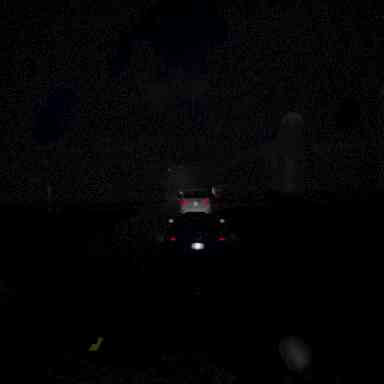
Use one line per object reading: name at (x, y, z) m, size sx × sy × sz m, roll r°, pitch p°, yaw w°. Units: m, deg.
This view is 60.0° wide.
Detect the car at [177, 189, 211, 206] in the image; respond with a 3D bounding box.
car at (0.200, 0.795, 24.427) m, size 2.150 × 2.045 × 5.566 m, roll 0°, pitch 1°, yaw -1°

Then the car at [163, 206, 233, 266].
car at (0.156, 1.362, 10.800) m, size 1.994 × 1.385 × 4.181 m, roll 0°, pitch 1°, yaw 0°

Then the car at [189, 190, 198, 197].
car at (0.430, 0.454, 85.030) m, size 2.097 × 1.767 × 4.553 m, roll 0°, pitch 0°, yaw 0°

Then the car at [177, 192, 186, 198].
car at (-2.364, 0.661, 76.338) m, size 1.994 × 1.385 × 4.181 m, roll 0°, pitch 0°, yaw 0°
